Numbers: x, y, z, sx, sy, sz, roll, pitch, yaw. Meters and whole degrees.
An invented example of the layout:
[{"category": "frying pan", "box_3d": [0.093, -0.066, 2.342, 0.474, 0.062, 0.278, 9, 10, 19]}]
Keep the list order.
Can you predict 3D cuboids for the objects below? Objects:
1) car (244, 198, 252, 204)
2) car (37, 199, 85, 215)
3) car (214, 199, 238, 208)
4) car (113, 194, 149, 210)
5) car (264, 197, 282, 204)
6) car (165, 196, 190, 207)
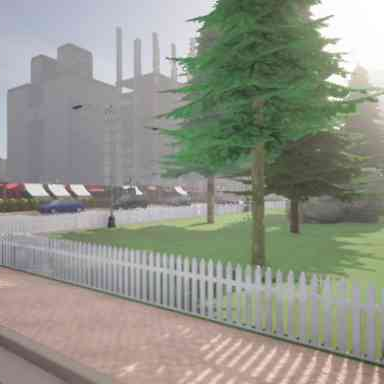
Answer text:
[{"category": "car", "box_3d": [10.898, 1.550, 58.600, 1.837, 1.490, 4.892, 0, 0, 34]}, {"category": "car", "box_3d": [-13.709, 1.531, 35.041, 1.882, 1.535, 5.008, 0, 0, 34]}, {"category": "car", "box_3d": [5.196, 1.645, 50.159, 1.895, 1.301, 4.718, 0, 0, 34]}, {"category": "car", "box_3d": [-8.058, 1.276, 43.398, 2.150, 2.045, 5.566, 0, 0, 34]}, {"category": "car", "box_3d": [13.908, 1.531, 56.793, 2.128, 1.511, 4.902, 0, 0, 34]}, {"category": "car", "box_3d": [-2.266, 1.408, 51.899, 2.097, 1.767, 4.553, 0, 0, 34]}]
